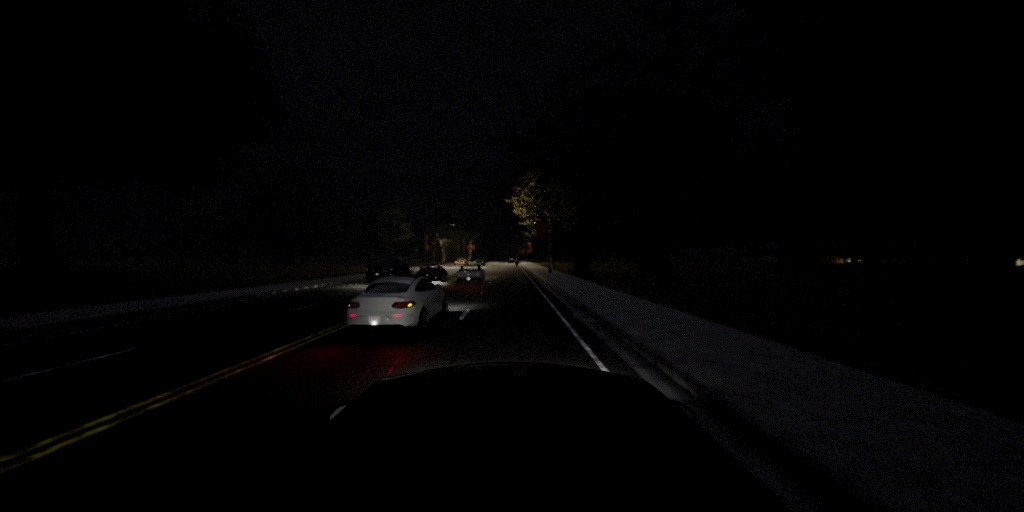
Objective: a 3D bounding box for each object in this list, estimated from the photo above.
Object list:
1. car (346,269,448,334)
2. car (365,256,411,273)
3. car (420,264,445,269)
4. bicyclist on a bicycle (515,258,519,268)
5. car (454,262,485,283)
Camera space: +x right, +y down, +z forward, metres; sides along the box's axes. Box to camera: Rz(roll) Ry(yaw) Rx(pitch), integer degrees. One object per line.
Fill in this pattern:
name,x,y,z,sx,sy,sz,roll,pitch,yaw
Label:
car,-3.149,1.277,10.508,1.812,1.442,4.674,0,0,0
car,-9.847,0.984,28.944,2.150,2.045,5.566,0,0,0
car,-6.594,1.327,29.722,1.994,1.385,4.181,0,0,0
bicyclist on a bicycle,0.904,1.226,61.397,0.866,1.612,1.509,0,1,0
car,-3.156,1.363,28.175,1.895,1.301,4.718,0,0,0
